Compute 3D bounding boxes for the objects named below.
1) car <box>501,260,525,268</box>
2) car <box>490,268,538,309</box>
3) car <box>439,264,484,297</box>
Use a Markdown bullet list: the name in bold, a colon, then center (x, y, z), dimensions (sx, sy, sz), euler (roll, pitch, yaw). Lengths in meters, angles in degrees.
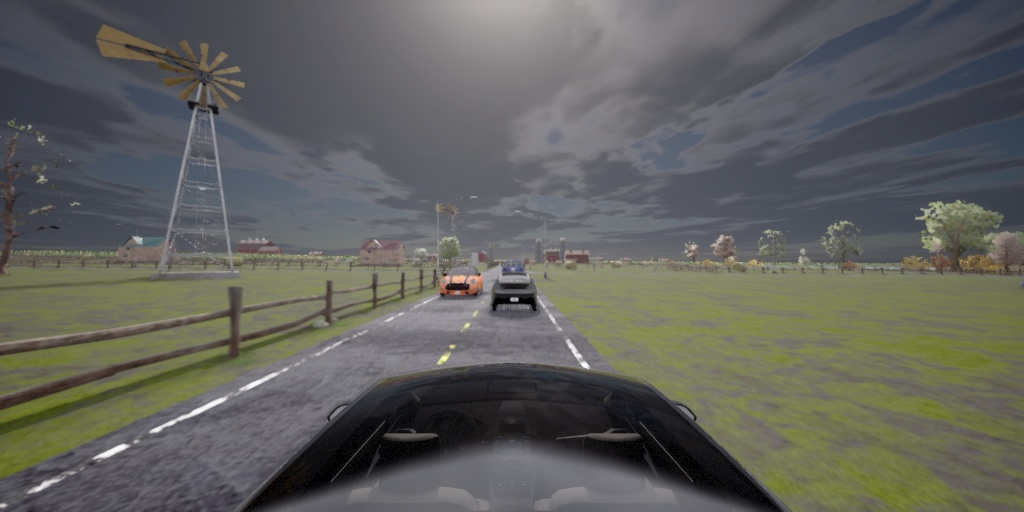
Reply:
- **car**: center (0.100, 1.426, 35.334), dimensions (2.150, 2.045, 5.566), euler (0, -1, 0)
- **car**: center (0.092, 1.450, 16.028), dimensions (1.837, 1.490, 4.892), euler (0, -1, 0)
- **car**: center (-2.849, 1.365, 21.007), dimensions (2.097, 1.767, 4.553), euler (0, -1, 0)
